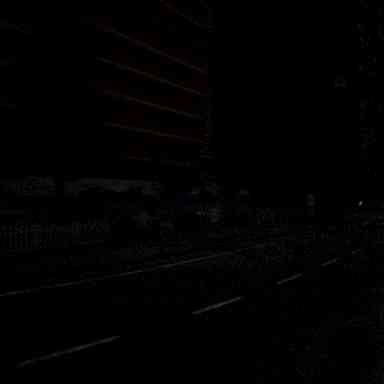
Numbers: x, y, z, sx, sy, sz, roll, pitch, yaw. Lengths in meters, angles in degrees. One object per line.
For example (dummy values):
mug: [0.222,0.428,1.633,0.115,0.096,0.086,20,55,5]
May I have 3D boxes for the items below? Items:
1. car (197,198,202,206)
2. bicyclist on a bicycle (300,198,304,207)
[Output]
car: [0.302,1.933,66.225,4.902,1.511,2.128,0,0,42]
bicyclist on a bicycle: [19.564,1.859,59.005,0.582,1.620,1.656,0,0,42]
